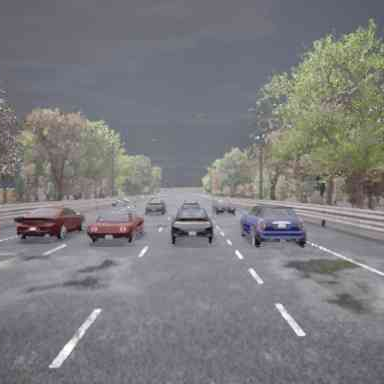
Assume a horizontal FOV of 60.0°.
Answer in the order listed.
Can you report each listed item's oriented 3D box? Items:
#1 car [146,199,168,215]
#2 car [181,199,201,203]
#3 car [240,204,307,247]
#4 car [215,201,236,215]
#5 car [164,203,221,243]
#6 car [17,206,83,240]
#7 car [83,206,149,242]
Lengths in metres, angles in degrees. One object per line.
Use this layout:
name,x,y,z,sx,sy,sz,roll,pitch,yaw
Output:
car,-3.617,1.477,34.111,2.128,1.511,4.902,0,0,0
car,-0.118,1.474,34.166,2.128,1.511,4.902,0,0,0
car,3.504,1.339,15.147,2.097,1.767,4.553,0,0,0
car,3.070,1.581,33.136,1.895,1.301,4.718,0,0,-3
car,0.001,1.481,16.056,2.128,1.511,4.902,0,0,0
car,-7.006,1.473,17.086,1.882,1.535,5.008,0,0,0
car,-3.499,1.594,16.186,1.895,1.301,4.718,0,0,0
